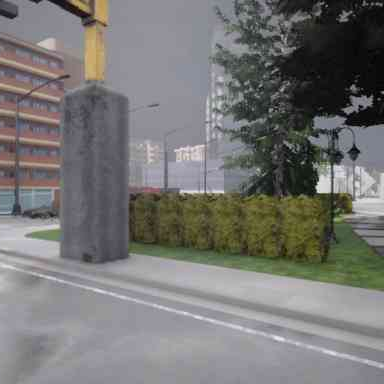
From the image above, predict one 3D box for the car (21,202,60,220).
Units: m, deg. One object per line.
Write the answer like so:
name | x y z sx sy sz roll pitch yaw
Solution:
car | -11.388 1.535 28.126 2.033 1.411 5.357 0 0 36
